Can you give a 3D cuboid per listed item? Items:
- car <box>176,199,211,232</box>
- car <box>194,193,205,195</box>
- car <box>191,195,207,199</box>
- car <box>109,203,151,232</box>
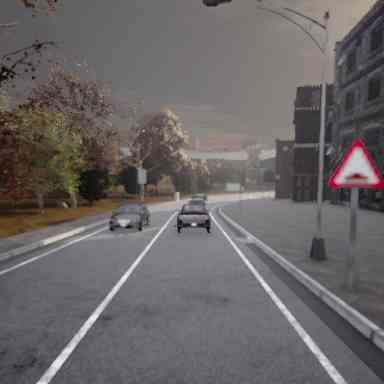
[{"bbox_3d":[0.099,1.438,19.744,2.128,1.511,4.902,0,1,0],"label":"car"},{"bbox_3d":[1.234,0.968,60.301,1.882,1.535,5.008,2,2,18],"label":"car"},{"bbox_3d":[0.812,1.414,40.117,1.837,1.490,4.892,0,0,5],"label":"car"},{"bbox_3d":[-3.577,1.455,19.848,2.128,1.511,4.902,0,0,0],"label":"car"}]
